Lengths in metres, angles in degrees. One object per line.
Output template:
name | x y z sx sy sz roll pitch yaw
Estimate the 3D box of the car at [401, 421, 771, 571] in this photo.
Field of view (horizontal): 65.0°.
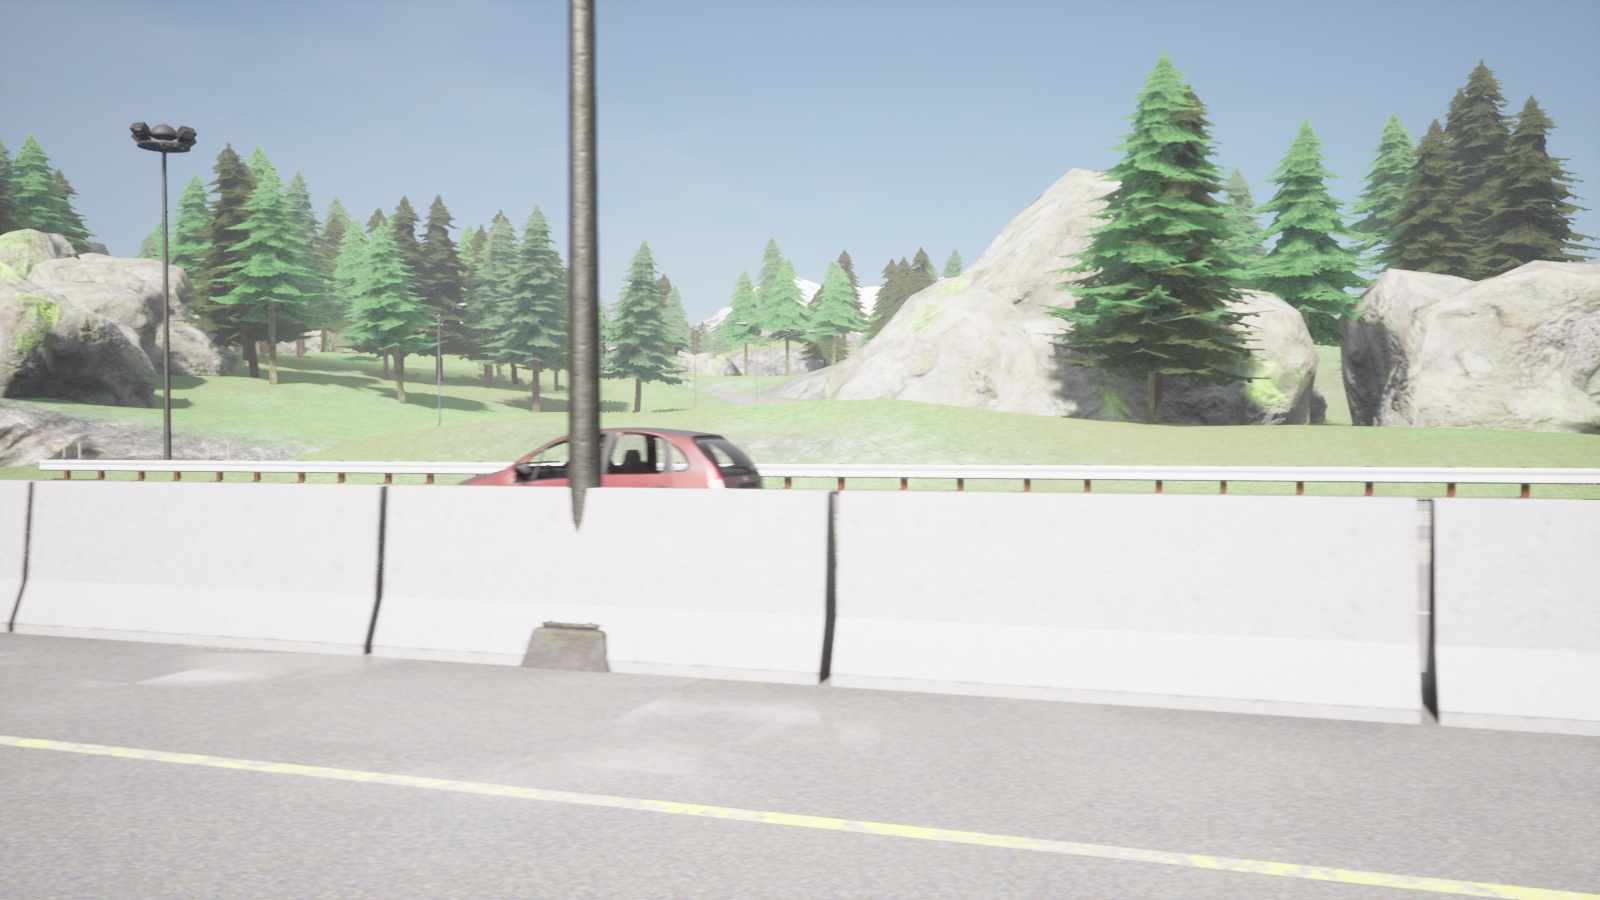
car | -2.537 0.473 15.123 3.988 1.617 1.851 1 1 19
